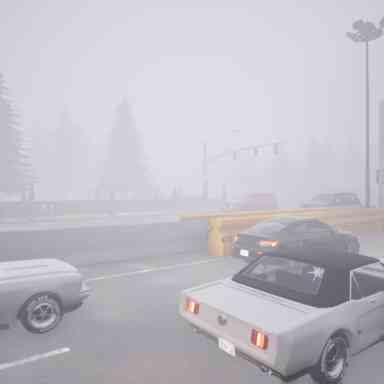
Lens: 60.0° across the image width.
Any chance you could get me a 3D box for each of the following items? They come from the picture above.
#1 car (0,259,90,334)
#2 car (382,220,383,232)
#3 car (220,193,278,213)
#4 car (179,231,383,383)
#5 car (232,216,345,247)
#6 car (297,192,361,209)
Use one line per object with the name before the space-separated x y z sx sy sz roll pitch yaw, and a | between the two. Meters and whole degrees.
car | -4.115 1.601 5.110 4.718 1.301 1.895 0 0 -35
car | 10.695 1.406 15.604 4.674 1.442 1.812 -1 0 -36
car | 5.066 1.084 28.861 5.566 2.045 2.150 0 0 -35
car | 2.237 1.576 5.323 4.718 1.301 1.895 -1 0 -35
car | 3.306 1.473 10.364 4.674 1.442 1.812 -1 0 -35
car | 9.805 1.058 23.628 5.566 2.045 2.150 0 0 -35
